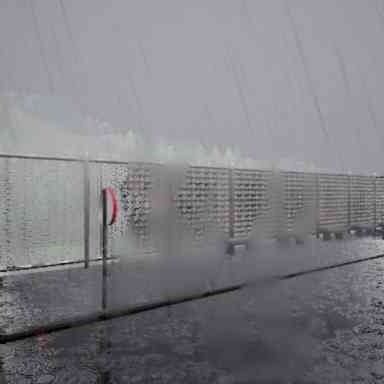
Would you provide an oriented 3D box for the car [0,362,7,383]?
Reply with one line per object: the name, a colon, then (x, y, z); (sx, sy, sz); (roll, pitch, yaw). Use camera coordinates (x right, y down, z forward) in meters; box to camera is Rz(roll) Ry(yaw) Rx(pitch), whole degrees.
car: (-3.707, 1.346, 1.957); (4.553, 1.767, 2.097); (0, 0, -35)
